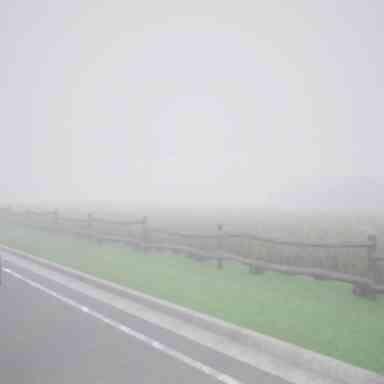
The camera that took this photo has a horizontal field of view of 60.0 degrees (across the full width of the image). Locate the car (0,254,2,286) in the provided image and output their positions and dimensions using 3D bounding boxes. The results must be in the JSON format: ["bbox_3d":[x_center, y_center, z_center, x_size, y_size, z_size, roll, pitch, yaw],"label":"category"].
[{"bbox_3d":[-6.194,1.570,8.220,4.674,1.442,1.812,0,-1,44],"label":"car"}]
